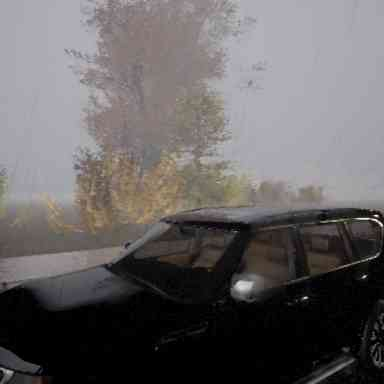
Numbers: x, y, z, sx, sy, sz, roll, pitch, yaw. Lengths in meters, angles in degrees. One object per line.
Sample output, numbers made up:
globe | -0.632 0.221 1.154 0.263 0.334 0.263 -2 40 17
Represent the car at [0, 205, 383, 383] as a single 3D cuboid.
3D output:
car | 0.479 1.221 4.019 5.566 2.045 2.150 0 0 -35
